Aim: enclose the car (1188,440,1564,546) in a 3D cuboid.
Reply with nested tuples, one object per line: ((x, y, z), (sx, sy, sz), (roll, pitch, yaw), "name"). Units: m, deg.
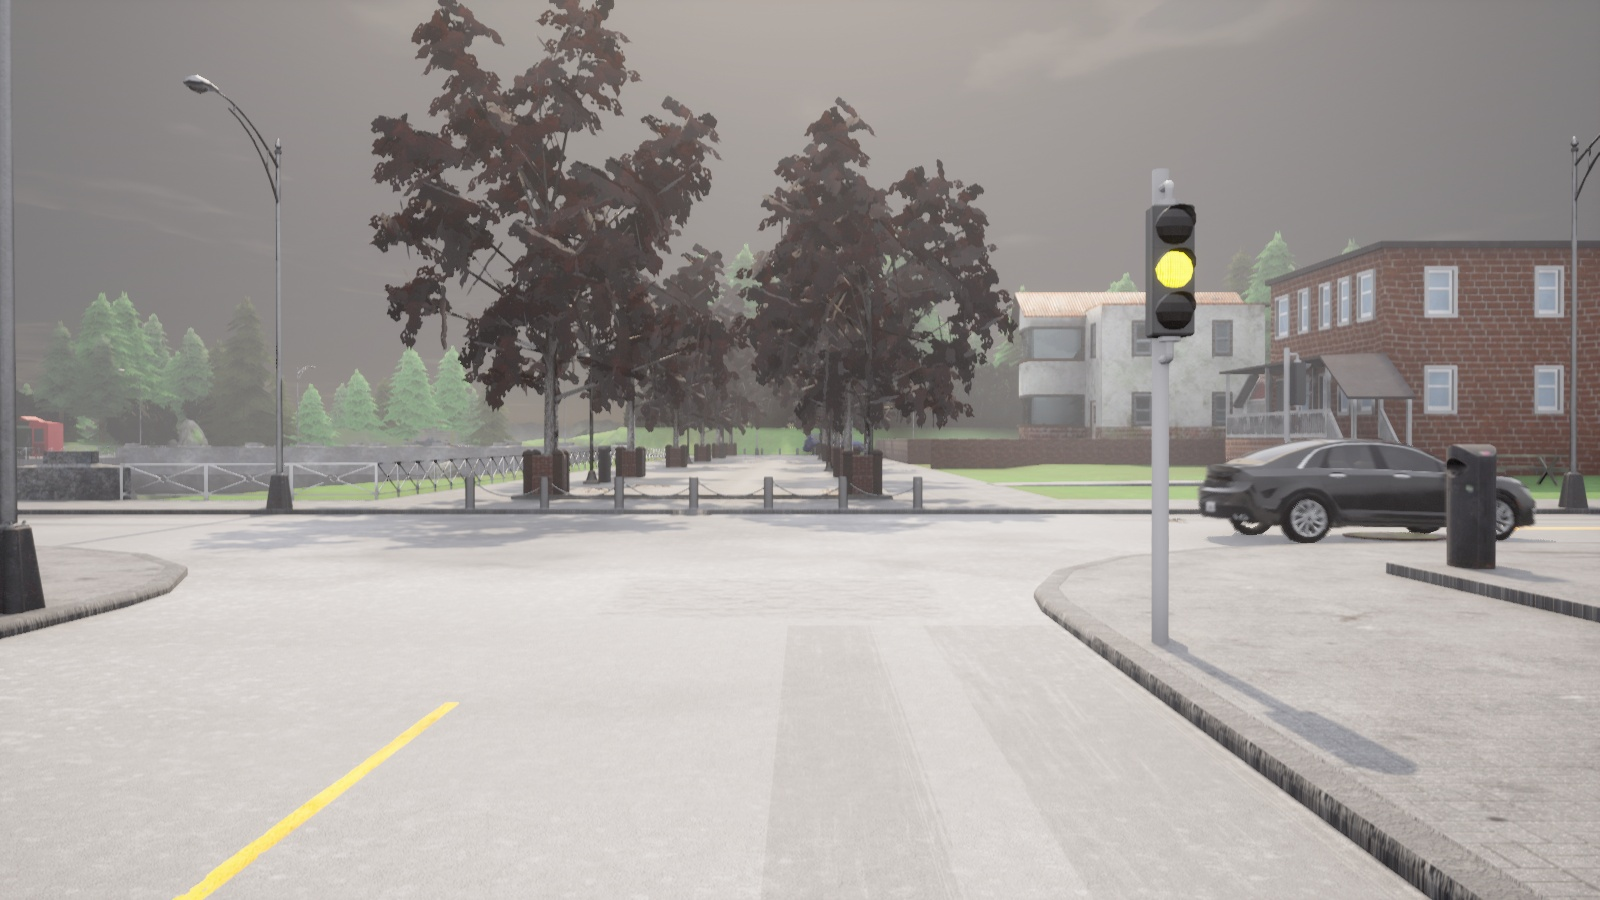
((8.557, 0.608, 18.855), (4.892, 1.490, 1.837), (0, 0, -7), "car")
